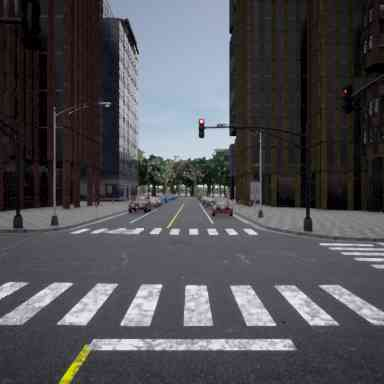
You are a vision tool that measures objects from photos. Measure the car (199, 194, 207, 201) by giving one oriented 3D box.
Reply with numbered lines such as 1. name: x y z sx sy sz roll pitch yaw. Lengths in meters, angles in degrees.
1. car: 2.747 1.558 58.971 1.887 1.381 4.507 0 0 0

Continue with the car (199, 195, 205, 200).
1. car: 2.738 1.559 91.766 1.752 1.417 4.829 0 0 0

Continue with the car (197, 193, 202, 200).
1. car: 2.742 1.548 75.453 1.752 1.417 4.829 0 0 0

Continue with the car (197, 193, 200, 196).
1. car: 2.740 1.341 80.721 2.192 1.841 5.009 0 0 0

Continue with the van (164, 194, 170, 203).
1. van: -5.780 1.357 64.406 1.690 1.788 3.998 0 0 0

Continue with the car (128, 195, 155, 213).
1. car: -5.773 1.320 37.218 2.192 1.841 5.009 0 0 0

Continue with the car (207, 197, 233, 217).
1. car: 2.754 1.444 31.783 1.967 1.590 4.097 0 0 0

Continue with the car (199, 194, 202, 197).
1. car: 2.745 1.542 64.578 1.752 1.417 4.829 0 0 0

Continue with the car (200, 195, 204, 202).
1. car: 2.748 1.556 53.533 1.887 1.381 4.507 0 0 0

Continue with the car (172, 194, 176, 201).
1. car: -5.786 1.596 86.156 1.947 1.339 4.313 0 0 0

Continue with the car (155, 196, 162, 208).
1. car: -5.776 1.591 48.093 1.802 1.307 4.206 0 0 0

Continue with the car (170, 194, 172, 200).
1. car: -5.782 1.570 69.844 2.008 1.369 4.403 0 0 0

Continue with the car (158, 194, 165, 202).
1. car: -5.777 1.536 53.361 1.752 1.417 4.829 0 0 0

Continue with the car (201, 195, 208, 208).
1. car: 2.750 1.559 48.095 2.008 1.369 4.403 0 0 0
